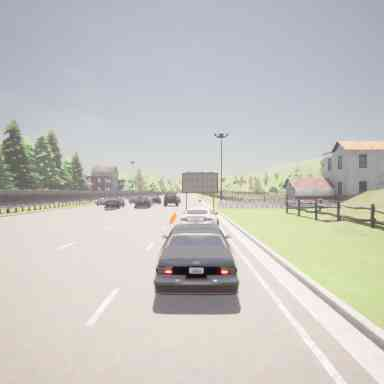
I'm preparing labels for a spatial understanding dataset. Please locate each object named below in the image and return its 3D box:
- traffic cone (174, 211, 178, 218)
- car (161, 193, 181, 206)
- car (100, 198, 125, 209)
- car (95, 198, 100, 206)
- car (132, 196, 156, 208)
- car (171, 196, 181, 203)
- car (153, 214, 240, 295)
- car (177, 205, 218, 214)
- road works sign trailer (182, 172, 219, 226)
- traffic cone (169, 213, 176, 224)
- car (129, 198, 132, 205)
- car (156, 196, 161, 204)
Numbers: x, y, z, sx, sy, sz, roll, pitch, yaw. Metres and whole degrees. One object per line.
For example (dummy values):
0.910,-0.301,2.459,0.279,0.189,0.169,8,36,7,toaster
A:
-1.448,1.955,25.209,0.340,0.580,0.340,0,0,0,traffic cone
-3.316,1.221,53.390,2.150,2.045,5.566,0,0,0,car
-10.330,1.490,44.868,2.128,1.511,4.902,0,0,0,car
-13.817,1.601,52.923,1.895,1.301,4.718,0,0,0,car
-6.824,1.354,47.793,2.097,1.767,4.553,0,0,0,car
-3.292,1.564,68.605,1.994,1.385,4.181,0,0,0,car
0.112,1.547,8.852,2.033,1.411,5.357,0,0,1,car
0.442,1.541,18.469,1.812,1.442,4.674,-1,-1,7,car
0.524,0.464,22.082,2.380,3.560,2.880,0,0,-3,road works sign trailer
-1.451,1.955,23.209,0.340,0.580,0.340,0,0,0,traffic cone
-10.304,1.547,61.054,2.033,1.411,5.357,0,0,0,car
-6.802,1.478,62.449,1.882,1.535,5.008,0,0,0,car
